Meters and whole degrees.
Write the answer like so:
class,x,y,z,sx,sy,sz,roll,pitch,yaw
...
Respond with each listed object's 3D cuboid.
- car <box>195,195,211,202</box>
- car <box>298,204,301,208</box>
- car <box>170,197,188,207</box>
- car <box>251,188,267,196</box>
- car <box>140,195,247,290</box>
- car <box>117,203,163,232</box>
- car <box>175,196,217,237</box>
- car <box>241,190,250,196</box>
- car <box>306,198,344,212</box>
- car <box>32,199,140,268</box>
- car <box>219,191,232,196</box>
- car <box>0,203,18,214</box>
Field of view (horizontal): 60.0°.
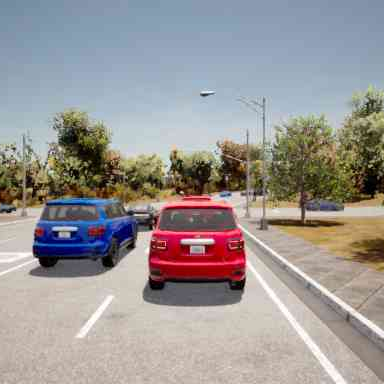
class,x,y,z,sx,sy,sz,roll,pitch,yaw
car,2.347,1.345,70.382,1.994,1.385,4.181,0,2,21
car,16.264,1.562,42.894,4.892,1.490,1.837,-1,0,3
car,-2.121,1.649,56.802,1.812,1.442,4.674,0,0,15
car,17.566,-0.079,85.080,2.150,2.045,5.566,0,3,33
car,0.129,1.230,9.235,2.150,2.045,5.566,0,0,0
car,-3.168,1.536,21.367,2.128,1.511,4.902,0,0,1
car,0.281,1.260,19.603,2.150,2.045,5.566,0,0,1
car,14.251,0.262,86.364,2.128,1.511,4.902,0,3,33
car,15.735,1.614,39.419,4.181,1.385,1.994,-1,0,4
car,-3.353,1.235,11.514,2.150,2.045,5.566,0,0,1
car,8.371,0.561,83.178,1.882,1.535,5.008,0,3,28
car,-22.992,1.815,38.057,5.357,1.411,2.033,-2,0,3
